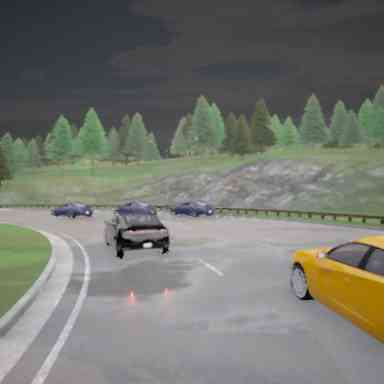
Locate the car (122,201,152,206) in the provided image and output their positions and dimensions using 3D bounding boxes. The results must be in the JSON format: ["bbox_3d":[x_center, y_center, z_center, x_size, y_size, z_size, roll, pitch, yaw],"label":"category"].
[{"bbox_3d":[-5.102,1.561,29.697,4.674,1.442,1.812,-1,-1,43],"label":"car"}]

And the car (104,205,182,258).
[{"bbox_3d":[-2.282,1.508,12.968,2.128,1.511,4.902,0,0,-21],"label":"car"}]

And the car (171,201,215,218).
[{"bbox_3d":[0.004,1.485,29.423,1.812,1.442,4.674,0,-1,-41],"label":"car"}]

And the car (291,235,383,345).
[{"bbox_3d":[3.269,1.421,5.275,1.882,1.535,5.008,0,0,-7],"label":"car"}]

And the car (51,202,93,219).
[{"bbox_3d":[-10.820,1.646,30.028,4.674,1.442,1.812,-1,-1,38],"label":"car"}]
